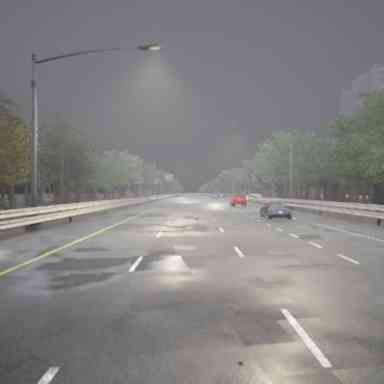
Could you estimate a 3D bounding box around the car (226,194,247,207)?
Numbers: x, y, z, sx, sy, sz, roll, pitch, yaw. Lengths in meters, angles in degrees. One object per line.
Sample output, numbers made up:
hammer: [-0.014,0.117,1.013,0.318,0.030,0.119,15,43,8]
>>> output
car: [7.113,1.257,51.695,2.150,2.045,5.566,0,0,0]

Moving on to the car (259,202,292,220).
car: [7.036,1.576,28.383,1.994,1.385,4.181,0,0,0]
